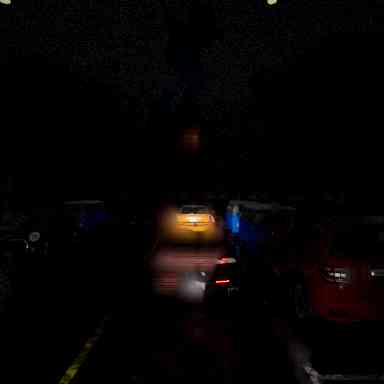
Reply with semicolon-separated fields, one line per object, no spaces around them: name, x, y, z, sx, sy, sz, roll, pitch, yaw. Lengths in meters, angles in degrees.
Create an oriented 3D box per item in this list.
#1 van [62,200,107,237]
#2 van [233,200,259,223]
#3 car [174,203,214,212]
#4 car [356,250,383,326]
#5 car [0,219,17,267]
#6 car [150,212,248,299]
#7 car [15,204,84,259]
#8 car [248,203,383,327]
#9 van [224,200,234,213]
van;-5.793;1.342;17.795;1.690;1.788;3.998;0;0;0
van;2.741;1.342;12.372;1.690;1.788;3.998;0;0;0
car;0.109;1.353;17.505;2.097;1.767;4.553;0;0;1
car;2.760;1.440;1.497;1.967;1.590;4.097;0;0;0
car;-5.774;1.526;6.750;1.752;1.417;4.829;0;0;0
car;0.089;1.492;8.456;2.128;1.511;4.902;0;0;0
car;-5.784;1.441;12.358;1.967;1.590;4.097;0;0;0
car;2.751;1.315;6.935;2.192;1.841;5.009;0;0;0
van;2.732;1.342;17.810;1.690;1.788;3.998;0;0;0
